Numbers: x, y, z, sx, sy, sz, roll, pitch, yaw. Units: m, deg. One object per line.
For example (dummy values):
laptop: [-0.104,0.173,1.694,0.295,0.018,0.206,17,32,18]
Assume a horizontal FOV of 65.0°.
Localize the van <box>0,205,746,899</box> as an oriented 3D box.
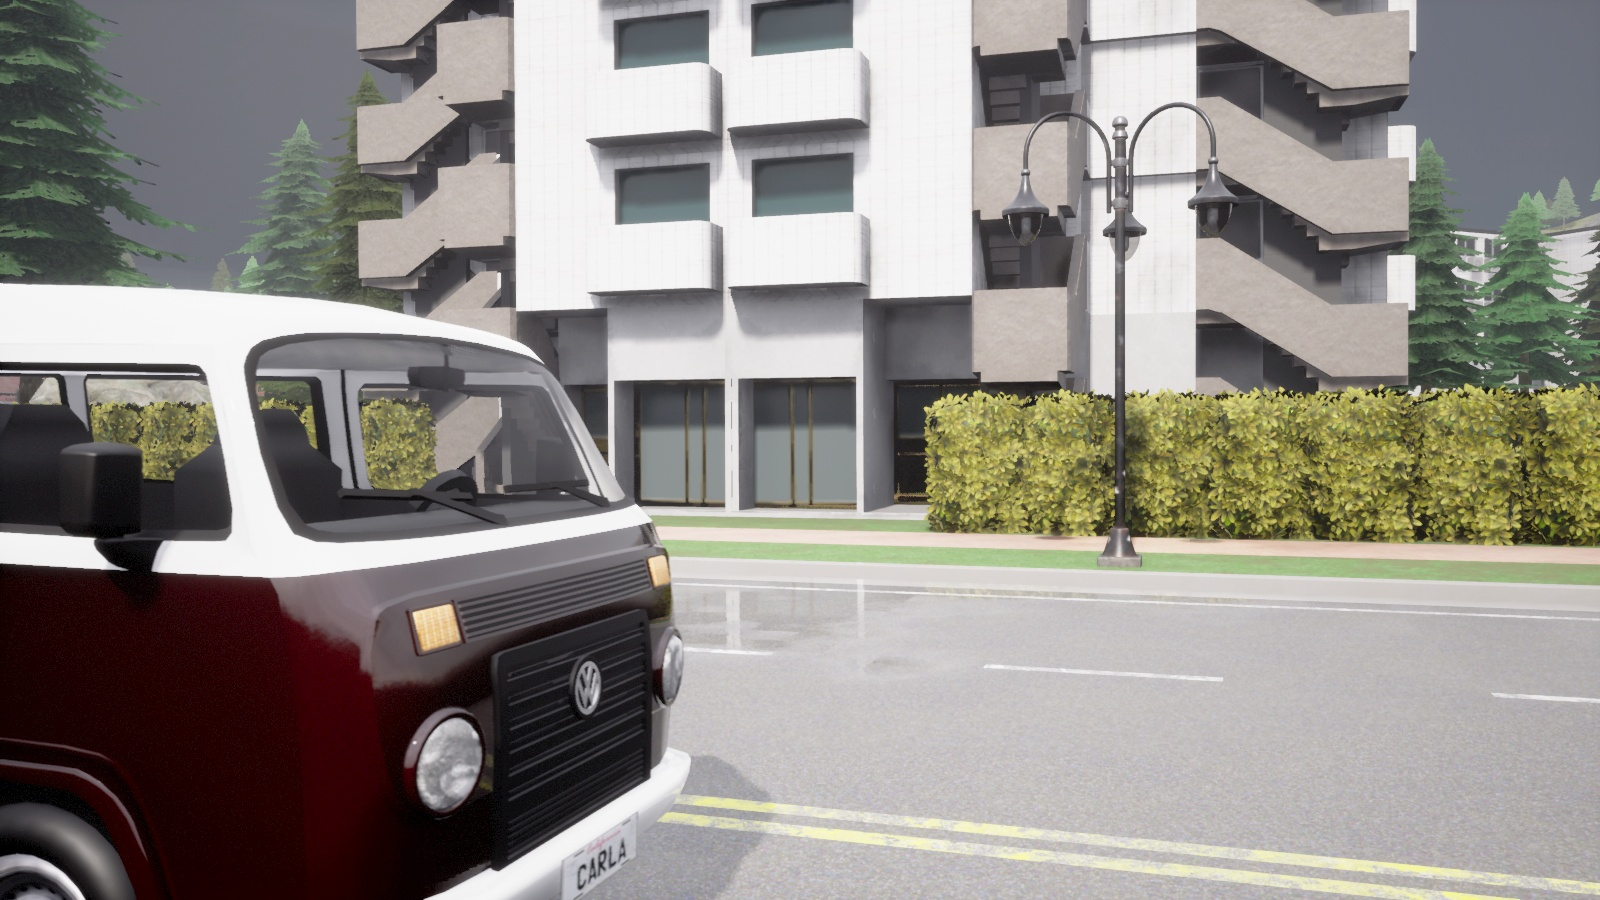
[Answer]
van: [-2.667,0.463,4.086,4.480,2.038,2.069,2,1,19]
